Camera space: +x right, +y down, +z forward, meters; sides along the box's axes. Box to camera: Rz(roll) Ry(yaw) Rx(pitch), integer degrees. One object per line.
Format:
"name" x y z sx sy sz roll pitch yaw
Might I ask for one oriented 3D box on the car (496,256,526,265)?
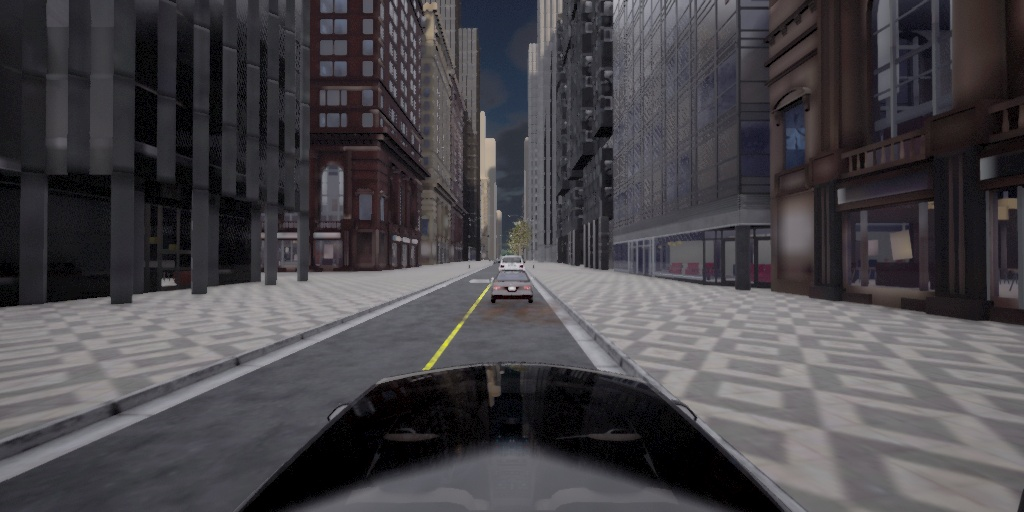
"car" 0.000 0.999 31.531 2.150 2.045 5.566 0 0 0

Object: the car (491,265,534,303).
"car" 0.000 1.311 16.500 2.033 1.411 5.357 0 0 0
